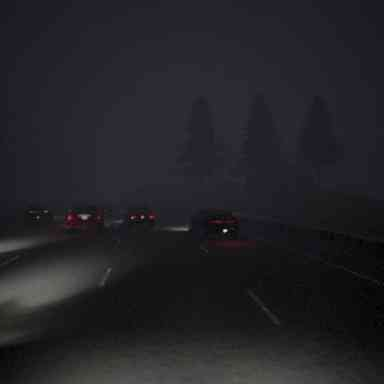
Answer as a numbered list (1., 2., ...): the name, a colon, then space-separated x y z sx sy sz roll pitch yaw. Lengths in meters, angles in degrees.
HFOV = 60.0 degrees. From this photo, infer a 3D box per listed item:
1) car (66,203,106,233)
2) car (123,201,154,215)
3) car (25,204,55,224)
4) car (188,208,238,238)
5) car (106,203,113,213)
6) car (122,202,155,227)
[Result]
1. car: -6.754 1.530 21.181 2.097 1.767 4.553 0 0 -15
2. car: -6.472 1.872 39.678 2.033 1.411 5.357 0 -1 -27
3. car: -12.428 1.726 27.256 2.128 1.511 4.902 0 -1 -21
4. car: 1.079 1.653 18.660 1.837 1.490 4.892 0 -1 -13
5. car: -11.248 1.943 41.015 1.895 1.301 4.718 0 -1 -29
6. car: -4.054 1.750 24.649 2.033 1.411 5.357 0 0 -17
